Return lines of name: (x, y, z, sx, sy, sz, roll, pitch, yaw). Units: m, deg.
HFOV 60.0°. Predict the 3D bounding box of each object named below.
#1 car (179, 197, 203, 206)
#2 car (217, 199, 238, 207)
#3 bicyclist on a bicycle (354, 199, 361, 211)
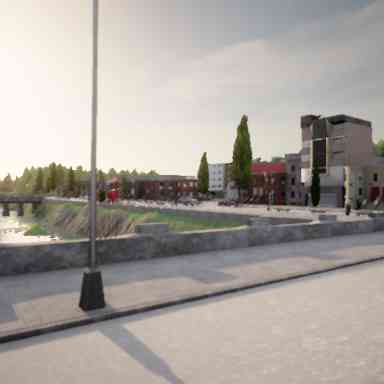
car: (0.076, 1.911, 62.047, 1.812, 1.442, 4.674, 1, -1, -35)
car: (6.413, 1.954, 60.113, 1.812, 1.442, 4.674, 1, 0, -35)
bicyclist on a bicycle: (22.411, 1.823, 45.018, 1.656, 1.620, 0.582, 0, 0, -35)
